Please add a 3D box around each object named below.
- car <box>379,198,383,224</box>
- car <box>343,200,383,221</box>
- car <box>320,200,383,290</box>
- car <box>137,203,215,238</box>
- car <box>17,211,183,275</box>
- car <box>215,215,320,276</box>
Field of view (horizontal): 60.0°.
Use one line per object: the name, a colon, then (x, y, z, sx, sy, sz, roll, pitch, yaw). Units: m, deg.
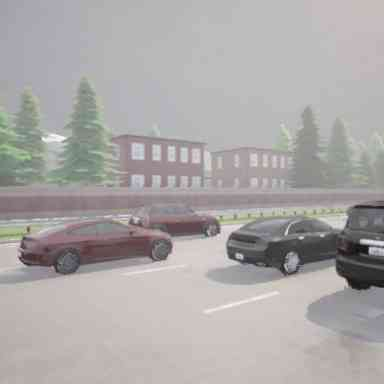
car: (15.289, 1.280, 23.246, 4.553, 1.767, 2.097, 0, 0, -35)
car: (14.326, 1.450, 26.874, 4.674, 1.442, 1.812, 0, 0, -36)
car: (5.646, 1.196, 7.771, 5.566, 2.045, 2.150, 0, 0, -35)
car: (-0.768, 1.327, 16.094, 4.553, 1.767, 2.097, 0, 0, -35)
car: (-2.797, 1.515, 10.364, 4.674, 1.442, 1.812, 0, 0, -36)
car: (3.255, 1.481, 10.366, 4.892, 1.490, 1.837, 0, 0, -35)
